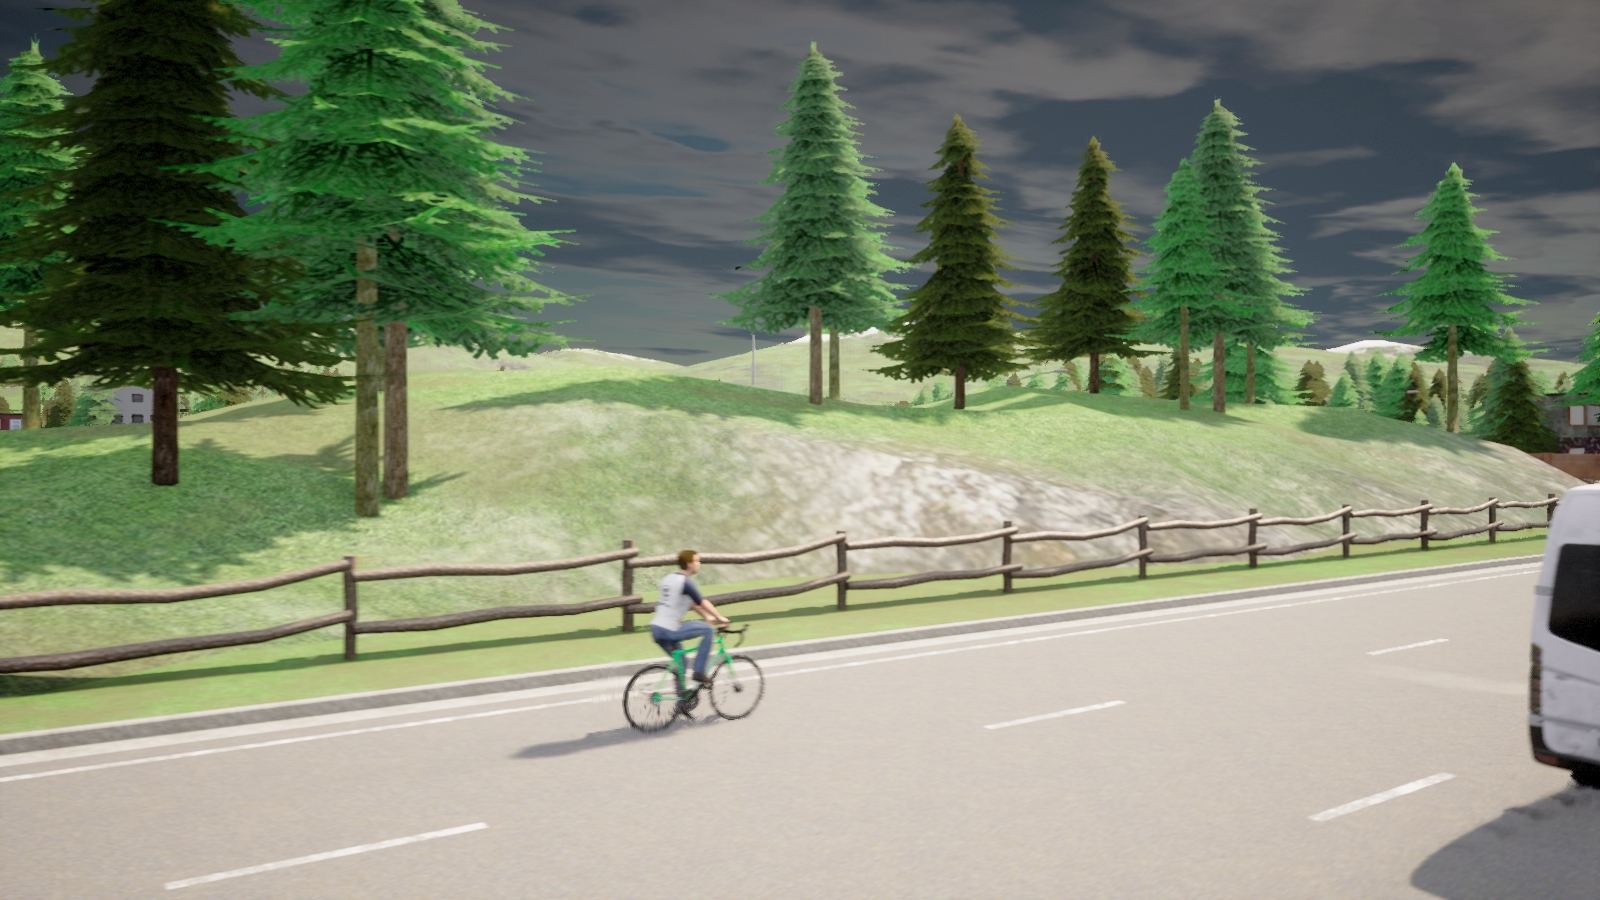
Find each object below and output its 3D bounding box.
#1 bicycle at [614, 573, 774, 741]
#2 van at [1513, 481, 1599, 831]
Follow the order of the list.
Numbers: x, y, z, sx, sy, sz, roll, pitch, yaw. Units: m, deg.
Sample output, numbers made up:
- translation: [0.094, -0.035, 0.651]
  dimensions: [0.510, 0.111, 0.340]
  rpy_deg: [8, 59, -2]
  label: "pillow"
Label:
- translation: [-1.055, 2.061, 11.613]
  dimensions: [1.643, 1.496, 0.373]
  rpy_deg: [1, 0, -35]
  label: "bicycle"
- translation: [8.579, 1.544, 9.842]
  dimensions: [5.915, 2.561, 1.988]
  rpy_deg: [0, 0, -35]
  label: "van"
